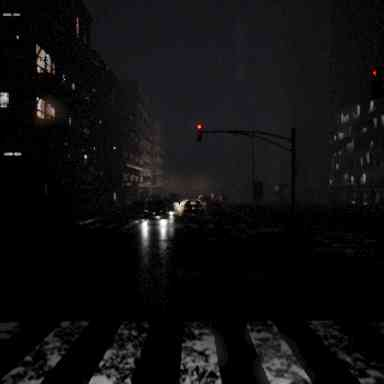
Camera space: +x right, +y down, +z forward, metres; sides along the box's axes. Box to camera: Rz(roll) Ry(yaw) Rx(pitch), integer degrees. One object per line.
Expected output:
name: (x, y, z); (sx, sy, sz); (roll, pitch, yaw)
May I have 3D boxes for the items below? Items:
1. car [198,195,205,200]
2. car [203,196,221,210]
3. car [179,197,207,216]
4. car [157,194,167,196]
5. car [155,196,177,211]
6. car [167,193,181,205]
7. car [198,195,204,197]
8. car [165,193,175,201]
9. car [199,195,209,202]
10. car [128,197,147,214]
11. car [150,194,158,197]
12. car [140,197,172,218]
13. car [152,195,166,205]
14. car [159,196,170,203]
car: (2.675, 1.456, 92.191); (1.752, 1.417, 4.829); (-1, 0, 0)
car: (2.659, 1.505, 41.180); (1.887, 1.381, 4.507); (-1, 0, 0)
car: (0.115, 1.515, 32.400); (2.033, 1.411, 5.357); (0, 0, 0)
car: (-5.688, 1.267, 52.423); (2.192, 1.841, 5.009); (-1, 0, 0)
car: (-3.083, 1.488, 39.199); (1.812, 1.442, 4.674); (0, 0, 0)
car: (-3.046, 1.173, 56.590); (2.150, 2.045, 5.566); (0, 0, 0)
car: (2.667, 1.496, 63.775); (2.008, 1.369, 4.403); (-1, 0, 0)
car: (-5.677, 1.248, 86.317); (2.192, 1.841, 5.009); (-1, 0, 0)
car: (2.670, 1.484, 75.074); (1.887, 1.381, 4.507); (-1, 0, 0)
car: (-5.690, 1.510, 35.476); (1.887, 1.381, 4.507); (-1, 0, 0)
car: (-5.690, 1.401, 41.125); (1.967, 1.590, 4.097); (-1, 0, 0)
car: (-3.090, 1.475, 29.445); (1.837, 1.490, 4.892); (0, 0, 0)
car: (-5.684, 1.389, 58.071); (1.967, 1.590, 4.097); (-1, 0, 0)
car: (-5.679, 1.524, 69.370); (1.802, 1.307, 4.206); (-1, 0, 0)
